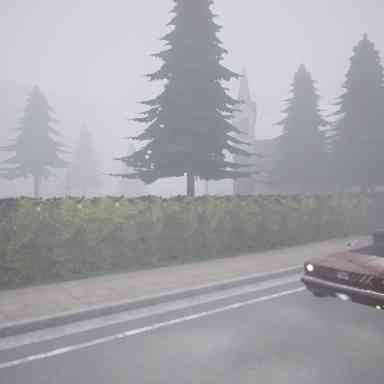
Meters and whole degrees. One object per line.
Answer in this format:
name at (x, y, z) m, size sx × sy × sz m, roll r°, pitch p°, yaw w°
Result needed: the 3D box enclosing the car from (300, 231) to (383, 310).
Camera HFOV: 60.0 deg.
car at (4.495, 1.601, 7.420) m, size 4.718 × 1.301 × 1.895 m, roll 0°, pitch 0°, yaw -38°
